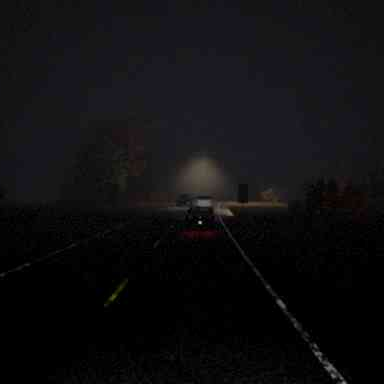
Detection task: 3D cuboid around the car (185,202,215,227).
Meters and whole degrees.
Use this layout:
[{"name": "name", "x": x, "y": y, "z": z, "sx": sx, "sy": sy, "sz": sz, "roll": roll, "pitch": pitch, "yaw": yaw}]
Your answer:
[{"name": "car", "x": 0.599, "y": 1.651, "z": 23.374, "sx": 1.895, "sy": 1.301, "sz": 4.718, "roll": 0, "pitch": 0, "yaw": 2}]

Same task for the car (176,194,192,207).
[{"name": "car", "x": -1.170, "y": 1.324, "z": 53.562, "sx": 2.150, "sy": 2.045, "sz": 5.566, "roll": 0, "pitch": 0, "yaw": 5}]

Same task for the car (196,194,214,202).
[{"name": "car", "x": 1.636, "y": 1.308, "z": 42.377, "sx": 2.150, "sy": 2.045, "sz": 5.566, "roll": 0, "pitch": 0, "yaw": 4}]
